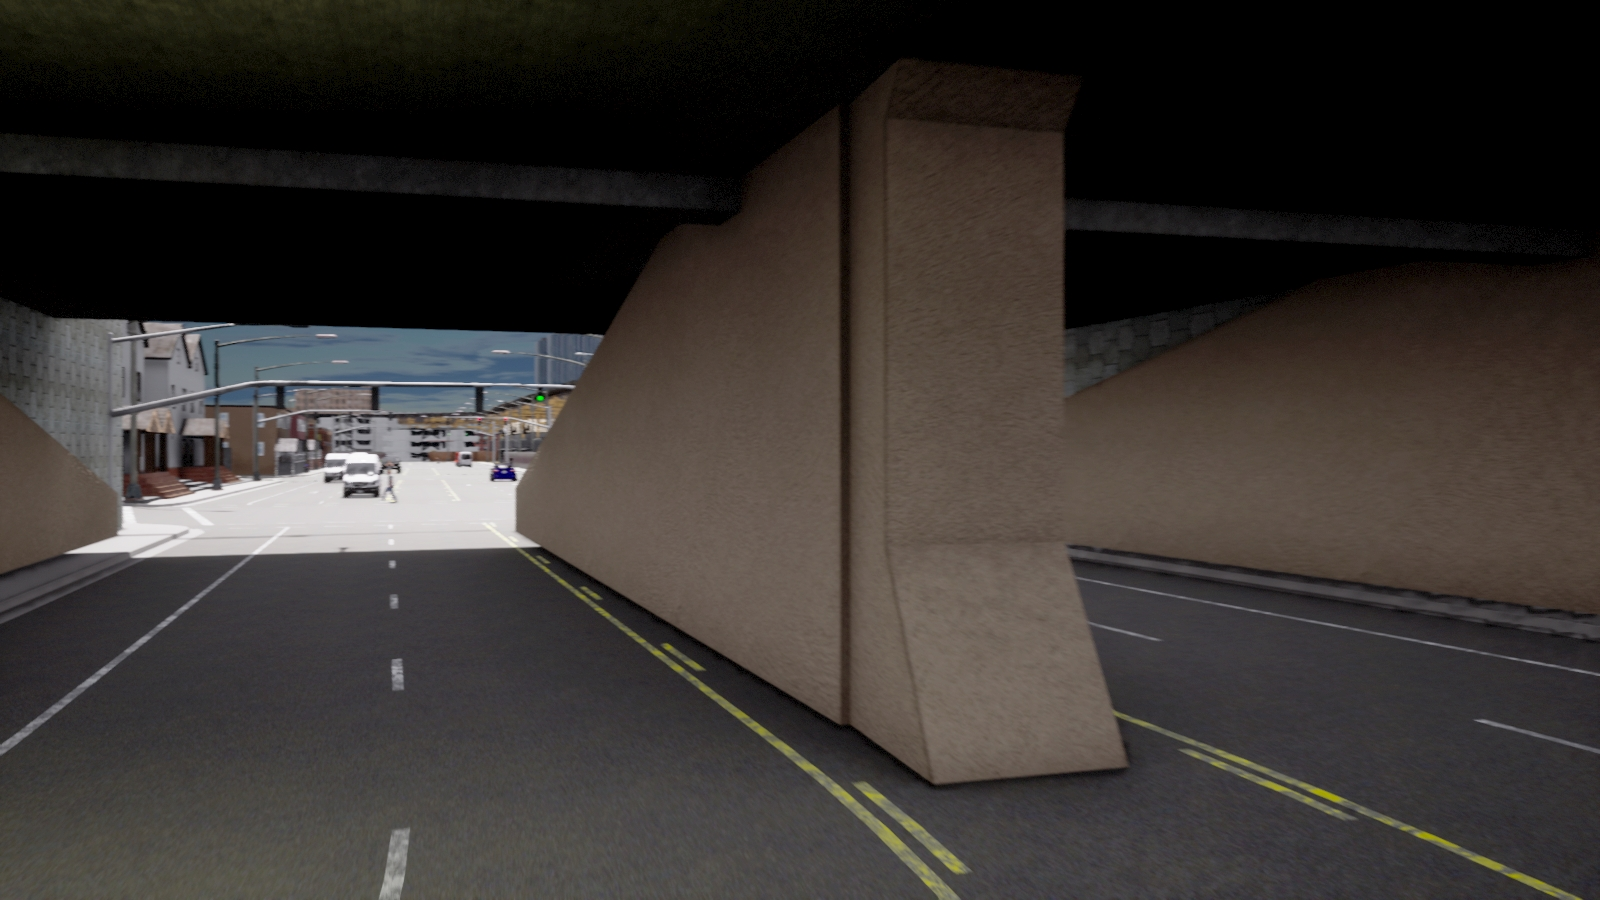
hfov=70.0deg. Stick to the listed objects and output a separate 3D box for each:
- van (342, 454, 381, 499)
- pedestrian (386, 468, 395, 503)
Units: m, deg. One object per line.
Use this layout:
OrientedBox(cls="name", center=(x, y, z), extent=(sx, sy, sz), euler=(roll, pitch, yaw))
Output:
OrientedBox(cls="van", center=(-26.696, 1.563, 69.680), extent=(1.988, 2.561, 5.915), euler=(0, 0, -19))
OrientedBox(cls="pedestrian", center=(-21.827, 1.888, 60.934), extent=(0.375, 1.860, 0.375), euler=(0, 0, -30))
